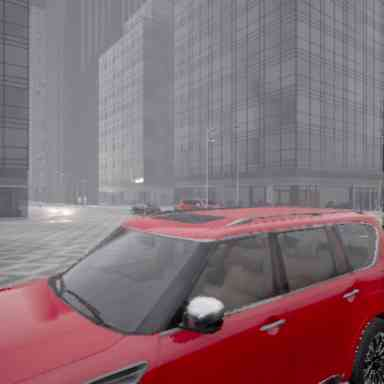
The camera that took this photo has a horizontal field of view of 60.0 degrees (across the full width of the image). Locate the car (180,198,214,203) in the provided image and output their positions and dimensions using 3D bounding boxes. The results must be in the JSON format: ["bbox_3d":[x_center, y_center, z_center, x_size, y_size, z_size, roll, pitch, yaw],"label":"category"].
[{"bbox_3d":[0.920,1.586,30.082,2.150,2.045,5.566,0,-1,-37],"label":"car"}]

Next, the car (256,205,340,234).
[{"bbox_3d":[6.827,1.704,21.950,2.128,1.511,4.902,0,-1,-36],"label":"car"}]

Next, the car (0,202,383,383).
[{"bbox_3d":[0.107,1.223,3.458,5.566,2.045,2.150,0,0,-35],"label":"car"}]

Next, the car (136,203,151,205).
[{"bbox_3d":[-5.423,2.010,38.847,1.882,1.535,5.008,0,-1,-36],"label":"car"}]
